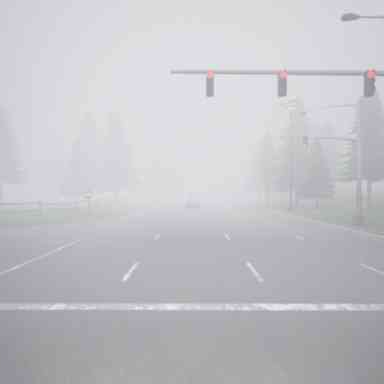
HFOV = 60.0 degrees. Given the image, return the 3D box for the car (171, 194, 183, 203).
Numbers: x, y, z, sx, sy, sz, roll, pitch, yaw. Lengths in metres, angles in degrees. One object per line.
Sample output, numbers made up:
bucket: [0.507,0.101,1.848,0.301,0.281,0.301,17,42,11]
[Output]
car: [-3.401,1.515,70.748,2.033,1.411,5.357,0,0,0]

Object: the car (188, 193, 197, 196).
car: [0.100,1.528,71.160,1.994,1.385,4.181,0,0,0]

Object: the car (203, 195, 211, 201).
car: [3.614,1.409,81.188,1.895,1.301,4.718,0,0,0]

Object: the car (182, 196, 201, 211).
car: [0.056,1.516,40.130,1.812,1.442,4.674,0,0,0]

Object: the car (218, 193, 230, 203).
car: [7.100,1.500,71.150,1.812,1.442,4.674,0,0,0]

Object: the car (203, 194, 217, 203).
car: [3.599,1.500,70.738,2.128,1.511,4.902,0,0,0]

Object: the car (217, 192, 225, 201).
car: [7.114,1.039,81.183,2.150,2.045,5.566,0,0,0]

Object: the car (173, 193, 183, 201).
car: [-3.386,1.169,81.138,2.097,1.767,4.553,0,0,0]
